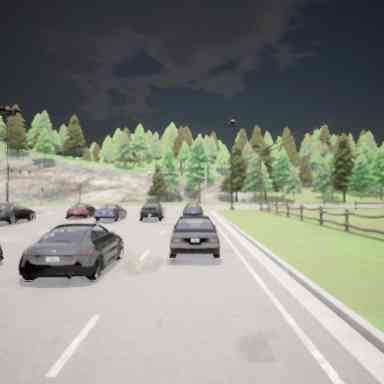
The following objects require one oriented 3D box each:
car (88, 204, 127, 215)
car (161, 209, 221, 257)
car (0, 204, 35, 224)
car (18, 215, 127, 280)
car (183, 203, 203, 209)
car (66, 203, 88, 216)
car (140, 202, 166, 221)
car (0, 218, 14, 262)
[{"bbox_3d":[-6.901,1.724,28.531,2.033,1.411,5.357,0,0,0],"label":"car"},{"bbox_3d":[0.100,1.630,13.288,2.033,1.411,5.357,0,0,0],"label":"car"},{"bbox_3d":[-13.901,1.650,25.595,2.128,1.511,4.902,0,0,0],"label":"car"},{"bbox_3d":[-3.401,1.626,10.119,1.994,1.385,4.181,0,0,0],"label":"car"},{"bbox_3d":[0.099,1.761,31.741,1.994,1.385,4.181,0,0,0],"label":"car"},{"bbox_3d":[-10.401,1.760,31.719,1.994,1.385,4.181,0,0,0],"label":"car"},{"bbox_3d":[-3.400,1.681,29.127,1.837,1.490,4.892,0,-2,0],"label":"car"},{"bbox_3d":[-6.900,1.618,8.776,1.994,1.385,4.181,0,0,0],"label":"car"}]
